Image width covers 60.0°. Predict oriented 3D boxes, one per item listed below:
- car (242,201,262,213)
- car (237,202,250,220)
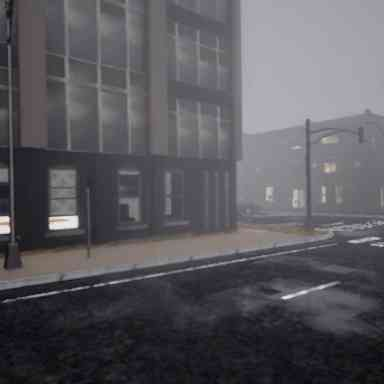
[{"bbox_3d":[6.187,1.729,38.766,2.008,1.369,4.403,-2,0,-37],"label":"car"},{"bbox_3d":[2.559,1.803,29.174,1.947,1.339,4.313,-2,0,-37],"label":"car"}]
